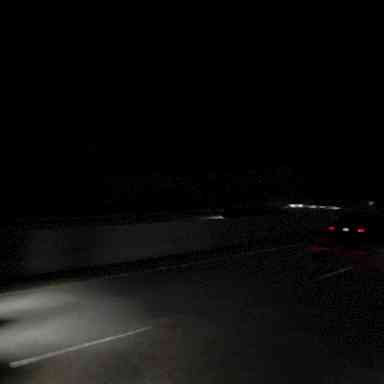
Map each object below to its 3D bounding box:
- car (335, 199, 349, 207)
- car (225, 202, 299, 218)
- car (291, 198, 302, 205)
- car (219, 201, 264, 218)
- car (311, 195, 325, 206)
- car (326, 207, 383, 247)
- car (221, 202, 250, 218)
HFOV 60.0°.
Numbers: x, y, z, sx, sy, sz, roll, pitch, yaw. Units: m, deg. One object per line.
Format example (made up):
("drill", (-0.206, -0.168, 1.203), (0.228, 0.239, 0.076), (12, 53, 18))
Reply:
("car", (25.538, 1.851, 56.741), (1.812, 1.442, 4.674), (0, 0, 20))
("car", (4.896, 1.655, 22.638), (2.033, 1.411, 5.357), (0, 0, 44))
("car", (21.915, 1.944, 69.736), (1.895, 1.301, 4.718), (0, 0, 12))
("car", (5.081, 1.698, 33.558), (2.033, 1.411, 5.357), (0, 0, 38))
("car", (23.968, 1.567, 63.248), (2.150, 2.045, 5.566), (0, 0, 16))
("car", (8.214, 1.642, 15.725), (2.033, 1.411, 5.357), (0, 0, 45))
("car", (4.420, 1.601, 27.369), (1.882, 1.535, 5.008), (0, 0, 41))
